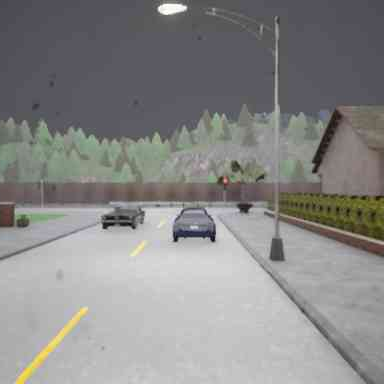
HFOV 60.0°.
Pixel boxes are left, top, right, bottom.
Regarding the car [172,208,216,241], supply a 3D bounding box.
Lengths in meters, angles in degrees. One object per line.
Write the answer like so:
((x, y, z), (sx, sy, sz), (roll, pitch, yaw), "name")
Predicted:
((0.100, 1.444, 16.033), (1.994, 1.385, 4.181), (0, 0, 0), "car")

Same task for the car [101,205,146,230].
((-4.004, 1.452, 19.989), (1.895, 1.301, 4.718), (0, 0, 0), "car")
